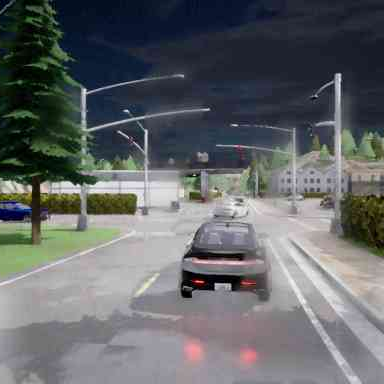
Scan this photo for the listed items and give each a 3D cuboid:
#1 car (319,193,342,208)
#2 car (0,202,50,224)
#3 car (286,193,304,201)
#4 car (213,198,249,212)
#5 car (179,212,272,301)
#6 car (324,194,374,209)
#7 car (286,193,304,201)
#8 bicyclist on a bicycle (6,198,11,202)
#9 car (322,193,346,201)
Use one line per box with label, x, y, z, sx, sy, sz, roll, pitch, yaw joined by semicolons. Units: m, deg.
car;18.669;1.330;41.703;5.027;1.636;2.152;0;0;8
car;-13.087;1.478;24.733;5.008;1.535;1.882;0;0;8
car;24.424;1.077;78.846;3.866;1.878;1.905;0;0;8
car;3.362;1.526;28.554;1.812;1.442;4.674;1;1;30
car;0.884;1.492;8.373;2.128;1.511;4.902;0;0;8
car;18.287;1.340;38.589;4.514;1.523;2.007;0;0;8
car;23.359;1.361;75.638;3.806;1.475;1.970;0;0;8
bicyclist on a bicycle;-17.964;1.453;32.495;0.582;1.620;1.656;0;0;7
car;31.761;1.097;74.502;4.605;1.855;1.932;0;0;8
